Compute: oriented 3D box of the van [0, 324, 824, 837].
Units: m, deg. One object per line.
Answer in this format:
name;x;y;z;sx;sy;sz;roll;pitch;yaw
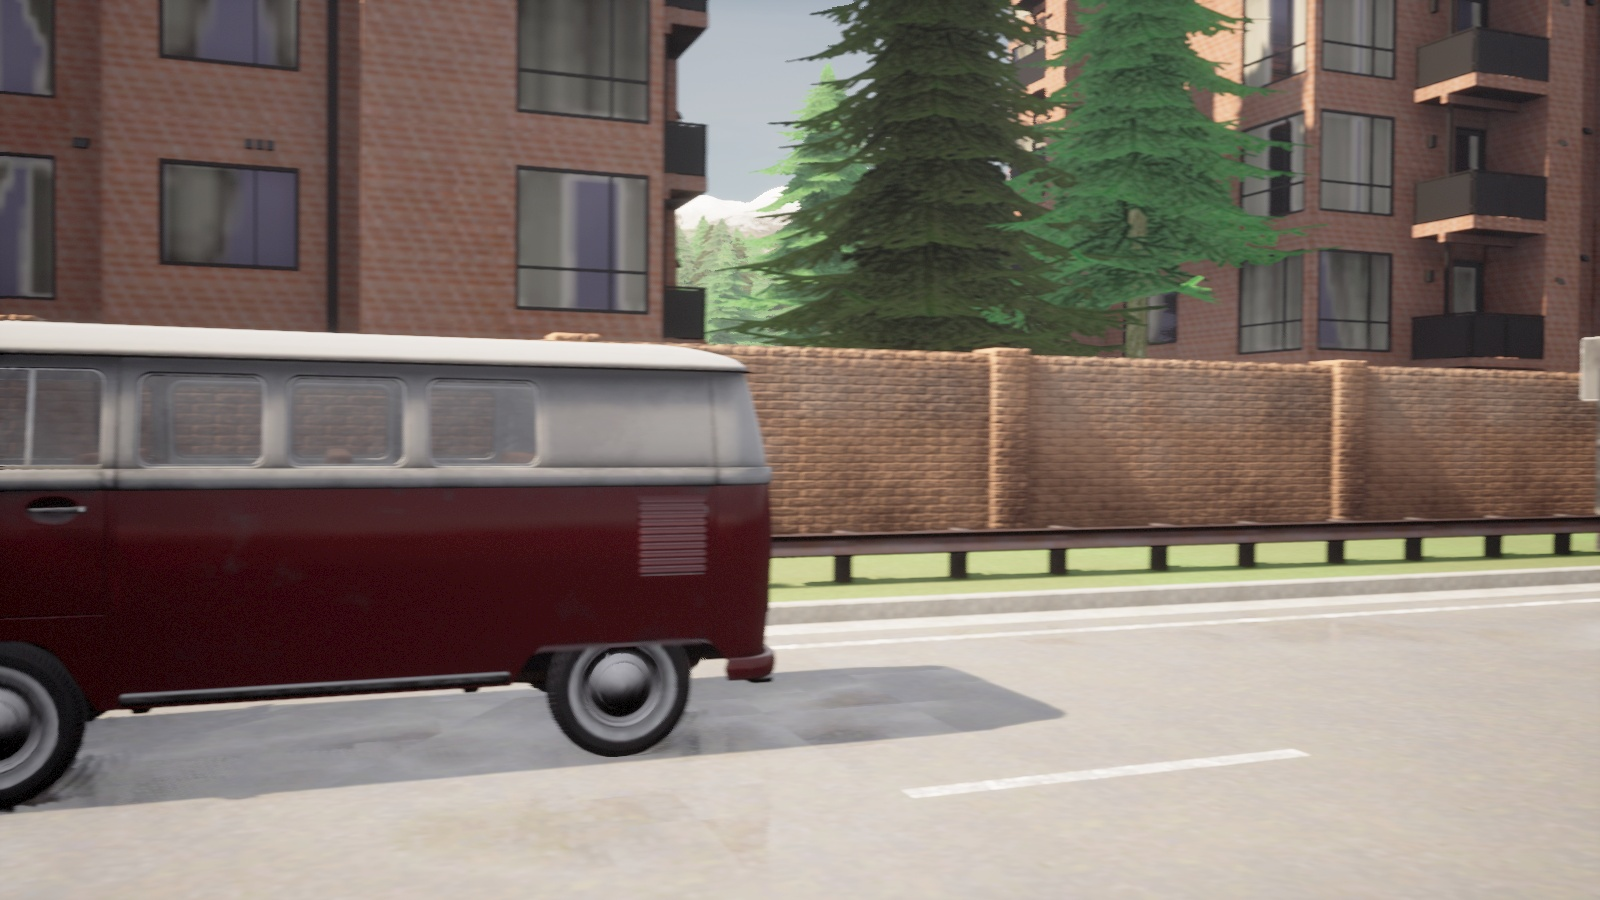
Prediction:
van;-2.288;0.475;6.111;4.442;1.987;1.775;-1;1;-21
